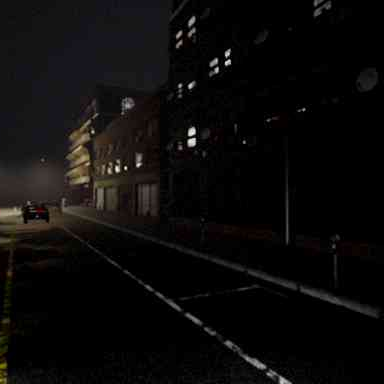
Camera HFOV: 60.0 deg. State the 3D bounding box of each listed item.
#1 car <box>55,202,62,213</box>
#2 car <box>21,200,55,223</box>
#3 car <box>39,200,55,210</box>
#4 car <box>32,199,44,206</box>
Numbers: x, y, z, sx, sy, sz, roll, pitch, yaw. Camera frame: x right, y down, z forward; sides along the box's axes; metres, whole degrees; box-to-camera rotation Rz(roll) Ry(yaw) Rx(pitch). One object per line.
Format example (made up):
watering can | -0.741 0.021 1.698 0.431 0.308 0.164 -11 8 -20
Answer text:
car | -17.140 1.862 41.137 1.752 1.417 4.829 1 -1 -28
car | -13.040 1.717 27.779 2.128 1.511 4.902 0 -1 -28
car | -22.318 1.959 50.957 1.887 1.381 4.507 1 -1 -28
car | -32.833 2.123 70.898 2.008 1.369 4.403 1 -1 -28
